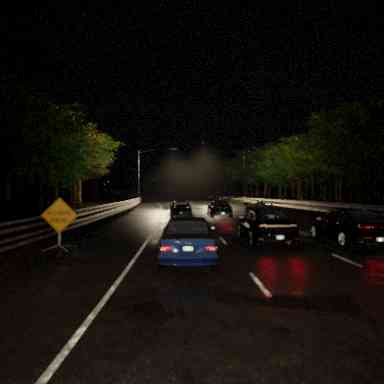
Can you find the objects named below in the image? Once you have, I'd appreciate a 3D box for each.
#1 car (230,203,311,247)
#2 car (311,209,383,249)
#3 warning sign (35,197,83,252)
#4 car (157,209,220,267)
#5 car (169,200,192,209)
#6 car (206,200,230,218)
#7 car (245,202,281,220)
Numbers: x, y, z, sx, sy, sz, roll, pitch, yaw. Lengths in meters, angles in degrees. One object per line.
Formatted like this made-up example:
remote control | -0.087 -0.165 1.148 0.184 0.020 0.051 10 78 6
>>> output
car | 3.247 1.491 14.948 2.128 1.511 4.902 0 0 -2
car | 6.760 1.499 14.487 1.837 1.490 4.892 0 -1 -2
warning sign | -4.732 1.121 11.914 1.300 1.860 1.060 1 1 -2
car | -0.150 1.549 11.327 2.033 1.411 5.357 0 0 -1
car | -1.037 1.502 30.051 2.128 1.511 4.902 0 0 -4
car | 2.450 1.511 30.337 1.837 1.490 4.892 0 0 -4
car | 6.047 1.601 28.978 1.895 1.301 4.718 0 0 -3
